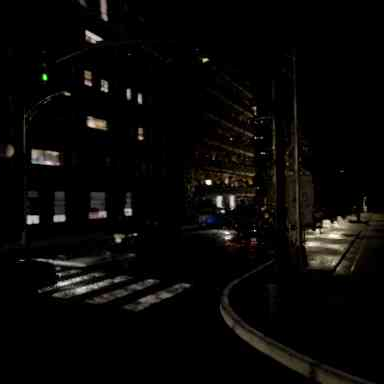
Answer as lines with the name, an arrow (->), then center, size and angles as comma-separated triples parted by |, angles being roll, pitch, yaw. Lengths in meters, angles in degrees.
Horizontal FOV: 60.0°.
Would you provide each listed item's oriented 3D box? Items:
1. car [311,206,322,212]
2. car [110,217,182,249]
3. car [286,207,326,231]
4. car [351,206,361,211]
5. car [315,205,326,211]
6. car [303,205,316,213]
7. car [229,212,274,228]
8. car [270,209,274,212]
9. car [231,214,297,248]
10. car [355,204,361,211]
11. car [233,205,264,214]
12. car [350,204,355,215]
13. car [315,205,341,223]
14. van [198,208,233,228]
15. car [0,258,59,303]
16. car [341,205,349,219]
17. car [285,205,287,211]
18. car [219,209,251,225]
car -> 31.025, 4.135, 82.581 | 1.752, 1.417, 4.829 | -3, -3, 29
car -> -2.364, 2.128, 18.210 | 2.128, 1.511, 4.902 | -2, -2, 29
car -> 9.337, 2.289, 27.186 | 1.967, 1.590, 4.097 | -3, -3, 29
car -> 41.146, 4.116, 83.527 | 1.947, 1.339, 4.313 | -3, -3, 29
car -> 33.852, 4.200, 87.589 | 1.967, 1.590, 4.097 | -3, -3, 29
car -> 25.980, 3.782, 73.662 | 1.967, 1.590, 4.097 | -3, -3, 29
car -> 4.716, 2.394, 24.432 | 1.895, 1.301, 4.718 | -2, -2, 29
car -> 12.686, 3.182, 50.128 | 2.008, 1.369, 4.403 | -3, -3, 29
car -> 4.022, 2.114, 17.769 | 2.008, 1.369, 4.403 | -3, -3, 29
car -> 35.690, 3.818, 73.806 | 2.008, 1.369, 4.403 | -3, -3, 29
car -> 4.956, 2.243, 31.170 | 2.150, 2.045, 5.566 | -2, -1, 29
car -> 25.291, 3.019, 55.427 | 2.192, 1.841, 5.009 | -3, -3, 29
car -> 14.653, 2.450, 36.603 | 2.192, 1.841, 5.009 | -3, -3, 29
van -> 2.043, 2.402, 31.313 | 1.690, 1.788, 3.998 | -3, -3, 29
car -> -5.384, 1.799, 6.564 | 2.033, 1.411, 5.357 | -2, -2, 29
car -> 19.972, 2.735, 46.015 | 2.192, 1.841, 5.009 | -3, -3, 29
car -> 14.501, 2.763, 47.863 | 2.150, 2.045, 5.566 | -2, -2, 29
car -> 4.705, 2.644, 36.015 | 1.967, 1.590, 4.097 | -3, -3, 29
